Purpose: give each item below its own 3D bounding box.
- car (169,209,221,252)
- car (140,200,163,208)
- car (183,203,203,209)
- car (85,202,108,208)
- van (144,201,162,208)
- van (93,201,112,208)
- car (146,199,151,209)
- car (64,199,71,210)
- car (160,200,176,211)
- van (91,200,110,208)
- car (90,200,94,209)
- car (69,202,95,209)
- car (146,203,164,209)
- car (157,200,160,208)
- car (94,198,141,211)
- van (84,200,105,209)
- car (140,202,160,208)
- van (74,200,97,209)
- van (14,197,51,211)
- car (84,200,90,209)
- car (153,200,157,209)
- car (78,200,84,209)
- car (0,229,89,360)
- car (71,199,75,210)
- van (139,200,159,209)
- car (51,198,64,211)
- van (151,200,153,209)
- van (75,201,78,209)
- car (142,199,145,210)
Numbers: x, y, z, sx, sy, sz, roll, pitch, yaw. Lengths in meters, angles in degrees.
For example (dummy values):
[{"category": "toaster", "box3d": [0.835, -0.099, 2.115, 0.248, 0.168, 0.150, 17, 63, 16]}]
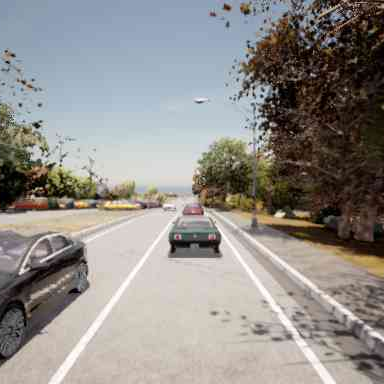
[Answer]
[{"category": "car", "box3d": [0.105, 1.614, 13.931, 1.895, 1.301, 4.718, 0, 0, 0]}, {"category": "car", "box3d": [-10.318, 3.134, 84.468, 5.566, 2.045, 2.435, 0, -3, 0]}, {"category": "car", "box3d": [0.109, 1.729, 31.348, 1.994, 1.385, 4.181, 0, -1, 0]}, {"category": "car", "box3d": [-23.377, 3.276, 81.868, 5.008, 1.535, 2.097, 0, -2, 0]}, {"category": "van", "box3d": [-10.171, 3.310, 87.239, 4.442, 1.987, 1.878, 0, -3, 0]}, {"category": "van", "box3d": [-23.484, 3.323, 87.394, 4.442, 1.987, 1.878, 0, -3, 0]}, {"category": "car", "box3d": [-10.285, 2.059, 56.743, 5.566, 2.045, 2.435, 0, -2, 0]}, {"category": "car", "box3d": [-23.210, 2.216, 54.189, 5.366, 1.575, 1.946, 0, -2, 0]}, {"category": "car", "box3d": [-3.305, 2.115, 49.588, 1.812, 1.442, 4.674, 0, -2, 0]}, {"category": "van", "box3d": [-23.253, 3.166, 84.495, 4.442, 1.987, 1.878, 0, -3, 0]}, {"category": "car", "box3d": [-23.378, 2.747, 68.028, 5.008, 1.535, 2.097, 0, -2, 0]}, {"category": "car", "box3d": [-23.375, 2.854, 70.796, 4.892, 1.521, 2.231, 0, -2, 0]}, {"category": "car", "box3d": [-10.277, 3.837, 92.771, 5.008, 1.535, 2.097, 0, -3, 0]}, {"category": "car", "box3d": [-10.299, 3.093, 76.151, 4.674, 1.452, 2.002, 0, -2, 0]}, {"category": "car", "box3d": [-10.136, 1.932, 45.651, 5.366, 1.575, 1.946, 0, -2, 0]}, {"category": "van", "box3d": [-23.257, 2.944, 79.108, 4.442, 1.987, 1.878, 0, -2, 0]}, {"category": "car", "box3d": [-10.321, 3.294, 81.706, 4.792, 1.488, 2.163, 0, -3, 0]}, {"category": "van", "box3d": [-23.496, 2.733, 73.573, 4.442, 1.987, 1.878, 0, -2, 0]}, {"category": "van", "box3d": [-23.517, 1.800, 48.539, 4.442, 1.987, 1.878, 0, -2, 0]}, {"category": "car", "box3d": [-23.380, 2.636, 65.134, 5.008, 1.535, 2.097, 0, -2, 0]}, {"category": "car", "box3d": [-10.309, 2.734, 67.830, 5.008, 1.535, 2.097, 0, -2, 0]}, {"category": "car", "box3d": [-23.356, 2.410, 62.495, 4.553, 1.767, 2.185, 0, -2, 0]}, {"category": "car", "box3d": [-3.348, 1.496, 5.996, 2.128, 1.511, 4.902, 0, 0, 0]}, {"category": "car", "box3d": [-23.386, 2.324, 56.954, 4.892, 1.521, 2.231, 0, -2, 0]}, {"category": "van", "box3d": [-10.178, 2.933, 78.935, 4.442, 1.987, 1.878, 0, -2, 0]}, {"category": "car", "box3d": [-23.425, 1.868, 51.431, 5.566, 2.045, 2.435, 0, -2, 0]}, {"category": "van", "box3d": [-10.423, 2.403, 65.065, 4.442, 1.987, 1.878, 0, -2, 0]}, {"category": "van", "box3d": [-23.507, 2.204, 59.731, 4.442, 1.987, 1.878, 0, -2, 0]}, {"category": "car", "box3d": [-10.324, 2.108, 51.189, 5.008, 1.535, 2.097, 0, -2, 0]}]
